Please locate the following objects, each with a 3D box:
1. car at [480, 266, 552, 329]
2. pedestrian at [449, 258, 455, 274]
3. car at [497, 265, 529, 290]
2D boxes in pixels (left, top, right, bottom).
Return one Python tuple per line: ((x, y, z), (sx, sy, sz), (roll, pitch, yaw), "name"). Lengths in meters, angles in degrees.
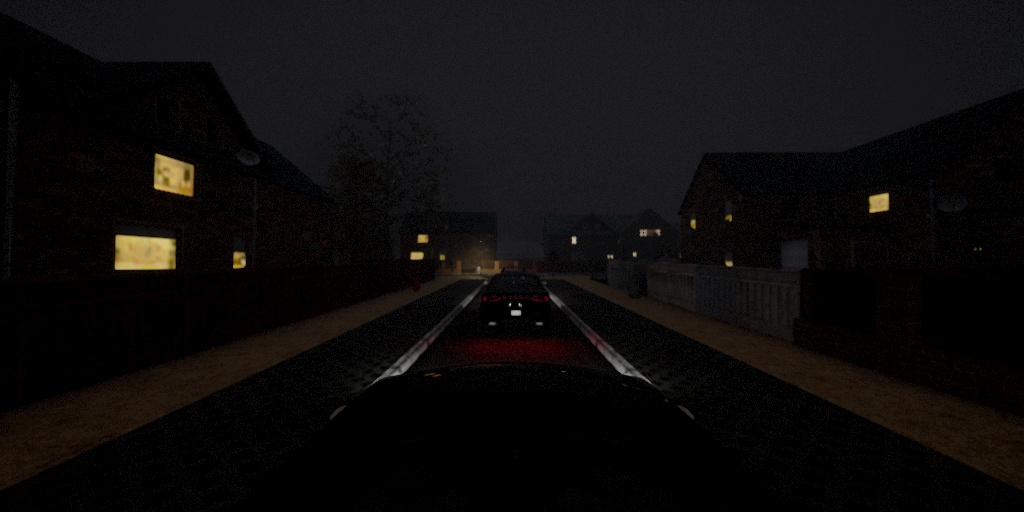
((0.100, 1.221, 11.212), (1.882, 1.535, 5.008), (0, 0, 0), "car")
((-6.719, 1.081, 40.119), (0.375, 1.860, 0.375), (0, -1, 1), "pedestrian")
((0.141, 1.336, 23.633), (1.895, 1.301, 4.718), (0, 0, 2), "car")
